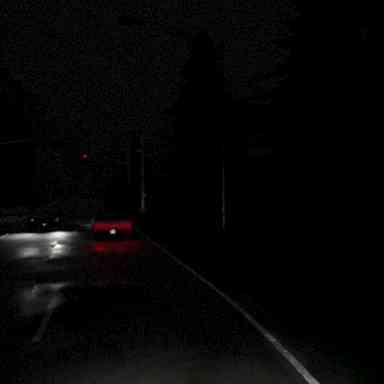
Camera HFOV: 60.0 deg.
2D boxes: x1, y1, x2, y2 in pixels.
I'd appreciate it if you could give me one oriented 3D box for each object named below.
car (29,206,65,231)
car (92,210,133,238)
[{"bbox_3d":[-9.373,1.638,21.763,1.812,1.442,4.674,-1,0,-17],"label":"car"},{"bbox_3d":[-4.449,1.636,18.086,1.895,1.301,4.718,-1,0,-17],"label":"car"}]
